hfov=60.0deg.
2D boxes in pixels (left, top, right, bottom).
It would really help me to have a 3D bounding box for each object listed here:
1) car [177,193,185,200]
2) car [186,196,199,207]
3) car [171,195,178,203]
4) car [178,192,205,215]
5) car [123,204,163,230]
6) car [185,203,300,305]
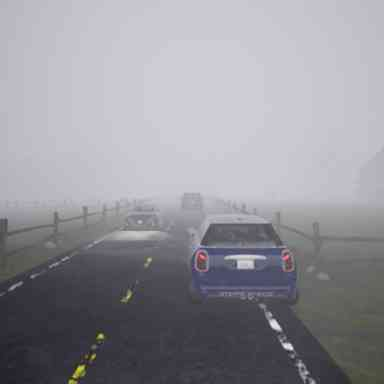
[{"bbox_3d":[-2.730,1.114,83.147,1.812,1.442,4.674,0,0,0],"label":"car"},{"bbox_3d":[0.059,1.276,46.561,1.812,1.442,4.674,0,0,0],"label":"car"},{"bbox_3d":[-2.792,1.208,60.722,1.812,1.442,4.674,0,0,0],"label":"car"},{"bbox_3d":[0.054,1.043,32.041,2.150,2.045,5.566,0,0,0],"label":"car"},{"bbox_3d":[-2.843,1.448,20.241,1.994,1.385,4.181,0,0,0],"label":"car"},{"bbox_3d":[0.964,1.303,8.107,2.097,1.767,4.553,0,0,0],"label":"car"}]
